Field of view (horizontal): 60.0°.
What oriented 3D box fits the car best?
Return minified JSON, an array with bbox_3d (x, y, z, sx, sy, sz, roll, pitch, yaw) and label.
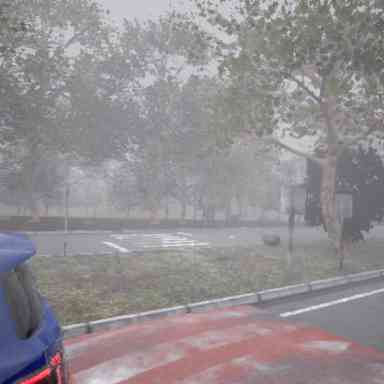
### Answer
[{"bbox_3d":[-3.384,1.182,1.271,5.566,2.045,2.150,4,-2,-35],"label":"car"}]
